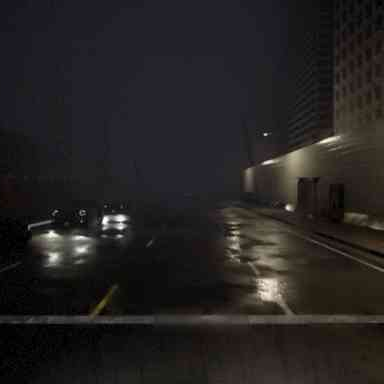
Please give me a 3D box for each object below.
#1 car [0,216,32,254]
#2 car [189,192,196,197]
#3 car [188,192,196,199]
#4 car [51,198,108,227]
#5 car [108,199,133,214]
[{"bbox_3d":[-7.096,1.474,11.034,1.994,1.385,4.181,0,0,0],"label":"car"},{"bbox_3d":[0.028,0.729,94.922,1.994,1.385,4.181,0,0,0],"label":"car"},{"bbox_3d":[0.024,0.835,79.922,2.128,1.511,4.902,0,0,0],"label":"car"},{"bbox_3d":[-7.090,1.199,21.052,2.097,1.767,4.553,0,0,0],"label":"car"},{"bbox_3d":[-7.080,1.377,32.219,1.895,1.301,4.718,0,0,0],"label":"car"}]
